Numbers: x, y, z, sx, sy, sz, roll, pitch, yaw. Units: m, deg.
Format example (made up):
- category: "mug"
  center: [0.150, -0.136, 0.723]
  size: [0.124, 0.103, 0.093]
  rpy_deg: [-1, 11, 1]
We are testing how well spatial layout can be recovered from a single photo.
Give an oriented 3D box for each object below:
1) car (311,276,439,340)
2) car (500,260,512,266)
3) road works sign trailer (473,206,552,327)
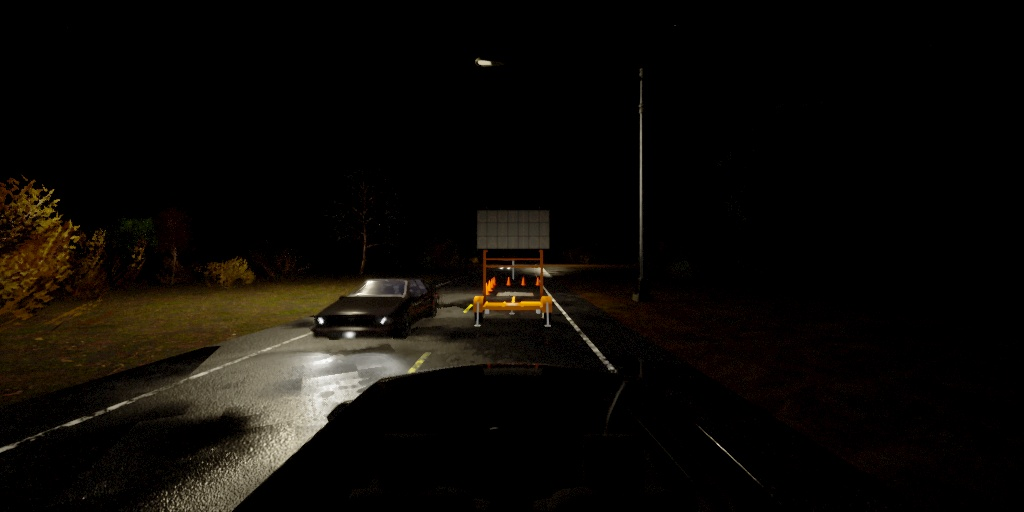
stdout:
- category: "car"
  center: [-3.436, 1.297, 10.288]
  size: [2.033, 1.411, 5.357]
  rpy_deg: [0, 0, 1]
- category: "car"
  center: [-1.103, 1.301, 65.186]
  size: [1.994, 1.385, 4.181]
  rpy_deg: [0, 0, 4]
- category: "road works sign trailer"
  center: [0.042, 0.214, 11.569]
  size: [2.380, 3.560, 2.880]
  rpy_deg: [0, 0, 1]
